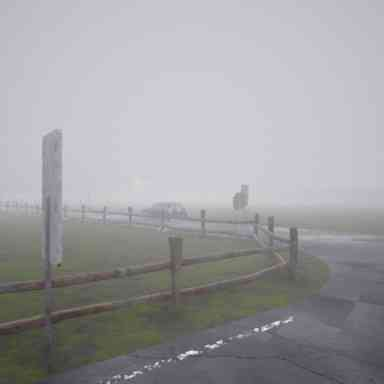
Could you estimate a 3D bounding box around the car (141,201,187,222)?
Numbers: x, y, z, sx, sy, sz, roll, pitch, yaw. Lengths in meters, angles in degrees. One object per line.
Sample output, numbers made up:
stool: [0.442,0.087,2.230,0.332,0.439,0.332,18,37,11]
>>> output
car: [-2.518,1.617,28.946,2.097,1.767,4.553,0,-1,-43]
